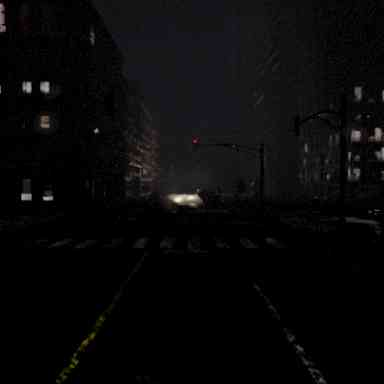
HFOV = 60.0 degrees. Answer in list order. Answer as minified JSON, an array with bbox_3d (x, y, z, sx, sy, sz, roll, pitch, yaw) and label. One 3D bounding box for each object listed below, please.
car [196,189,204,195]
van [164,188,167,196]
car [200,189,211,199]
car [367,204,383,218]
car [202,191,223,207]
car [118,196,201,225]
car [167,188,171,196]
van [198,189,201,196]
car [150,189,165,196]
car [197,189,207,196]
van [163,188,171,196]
[{"bbox_3d":[2.244,-0.152,94.300,1.967,1.590,4.097,-1,1,0],"label":"car"},{"bbox_3d":[-5.984,0.349,60.357,1.690,1.788,3.998,-1,1,0],"label":"van"},{"bbox_3d":[2.444,0.731,43.495,1.967,1.590,4.097,-1,1,0],"label":"car"},{"bbox_3d":[15.008,1.178,23.537,4.892,1.490,1.837,0,2,1],"label":"car"},{"bbox_3d":[2.472,0.931,37.852,1.887,1.381,4.507,-1,1,0],"label":"car"},{"bbox_3d":[-2.075,1.164,20.508,4.902,1.511,2.128,0,1,1],"label":"car"},{"bbox_3d":[-6.033,0.357,71.650,1.887,1.381,4.507,-1,1,0],"label":"car"},{"bbox_3d":[2.390,0.442,54.784,1.690,1.788,3.998,-1,1,0],"label":"van"},{"bbox_3d":[-5.954,0.669,54.715,1.947,1.339,4.313,-1,1,0],"label":"car"},{"bbox_3d":[2.292,0.151,77.365,1.967,1.590,4.097,-1,1,0],"label":"car"},{"bbox_3d":[-6.088,-0.046,82.938,1.690,1.788,3.998,-1,1,0],"label":"van"}]
